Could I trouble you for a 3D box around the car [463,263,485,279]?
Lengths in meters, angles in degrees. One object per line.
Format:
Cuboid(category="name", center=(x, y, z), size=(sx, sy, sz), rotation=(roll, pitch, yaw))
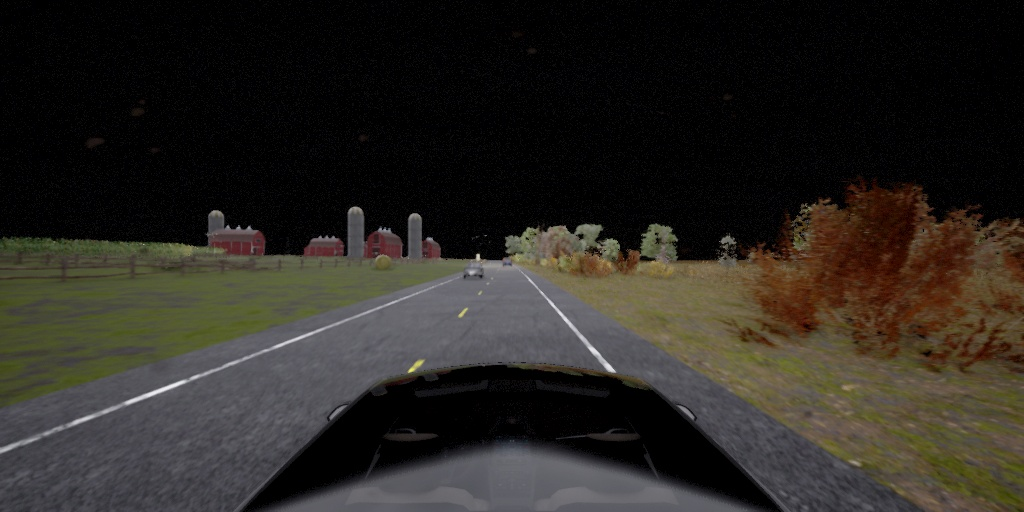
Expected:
Cuboid(category="car", center=(-3.680, 1.414, 35.222), size=(2.128, 1.511, 4.902), rotation=(0, 0, 0))
